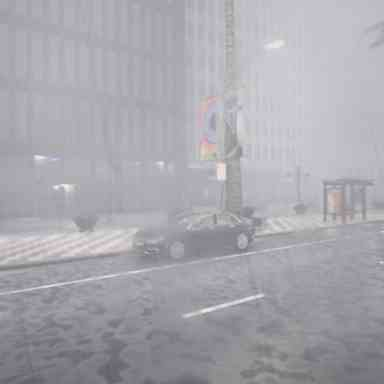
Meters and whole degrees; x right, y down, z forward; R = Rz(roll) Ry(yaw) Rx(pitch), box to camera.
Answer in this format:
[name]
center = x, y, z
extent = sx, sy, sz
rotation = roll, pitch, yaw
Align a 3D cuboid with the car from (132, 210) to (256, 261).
[car]
center = 0.217, 1.431, 12.162
extent = 4.892, 1.521, 2.231
rotation = -1, 0, -36
